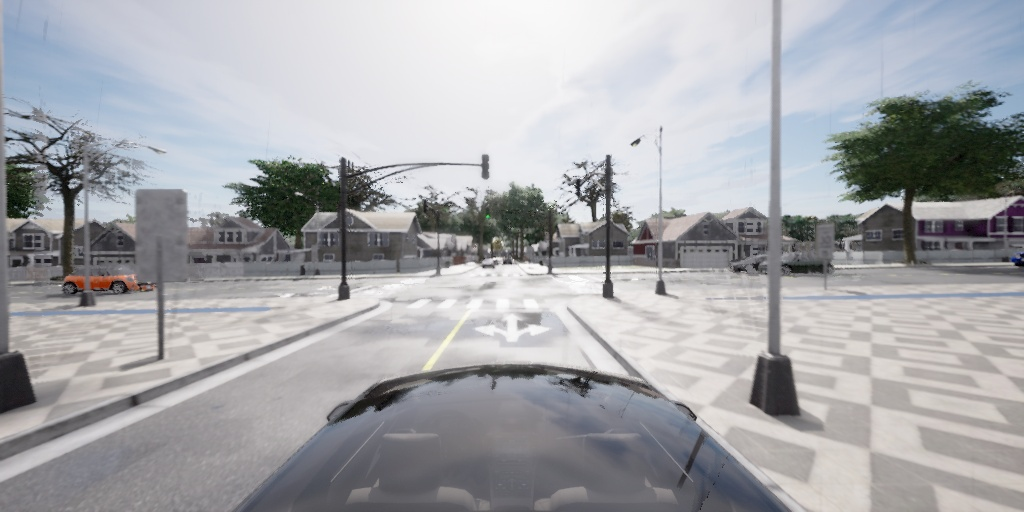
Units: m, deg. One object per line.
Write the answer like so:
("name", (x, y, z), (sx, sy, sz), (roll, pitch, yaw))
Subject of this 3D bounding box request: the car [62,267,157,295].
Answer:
("car", (-25.476, 1.474, 22.924), (4.553, 1.767, 2.097), (-1, 1, 0))

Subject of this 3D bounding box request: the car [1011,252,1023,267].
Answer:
("car", (45.515, -0.064, 29.922), (5.566, 2.045, 2.150), (-1, 1, 0))

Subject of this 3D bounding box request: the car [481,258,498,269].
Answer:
("car", (-3.396, 1.107, 52.036), (2.033, 1.411, 5.357), (0, 0, 0))

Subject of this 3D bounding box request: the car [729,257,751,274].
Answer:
("car", (20.751, 0.668, 29.874), (4.892, 1.490, 1.837), (-1, 1, 0))

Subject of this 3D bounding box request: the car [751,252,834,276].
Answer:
("car", (20.939, 0.548, 26.624), (4.553, 1.767, 2.097), (-1, 1, 0))
